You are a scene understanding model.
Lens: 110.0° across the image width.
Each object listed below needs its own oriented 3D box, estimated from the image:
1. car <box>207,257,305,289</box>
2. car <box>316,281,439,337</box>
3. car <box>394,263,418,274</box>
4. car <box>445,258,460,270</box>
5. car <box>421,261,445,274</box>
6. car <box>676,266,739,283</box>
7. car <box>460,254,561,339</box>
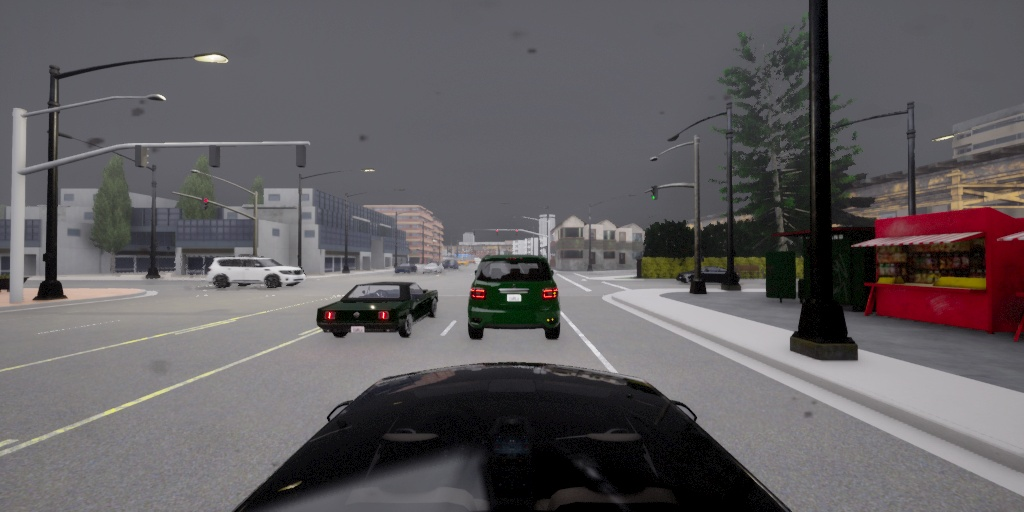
[{"bbox_3d":[-16.816,1.085,23.655,5.566,2.045,2.150,0,-1,0],"label":"car"},{"bbox_3d":[-3.437,1.368,10.257,1.895,1.301,4.718,0,0,0],"label":"car"},{"bbox_3d":[-14.139,1.671,48.258,2.033,1.411,5.357,0,-1,0],"label":"car"},{"bbox_3d":[-10.604,1.507,62.200,2.097,1.767,4.553,0,0,0],"label":"car"},{"bbox_3d":[-10.629,1.645,47.883,1.812,1.442,4.674,0,0,0],"label":"car"},{"bbox_3d":[14.746,1.449,27.128,4.181,1.385,1.994,0,-1,0],"label":"car"},{"bbox_3d":[0.060,0.986,10.241,2.150,2.045,5.566,0,0,0],"label":"car"}]
